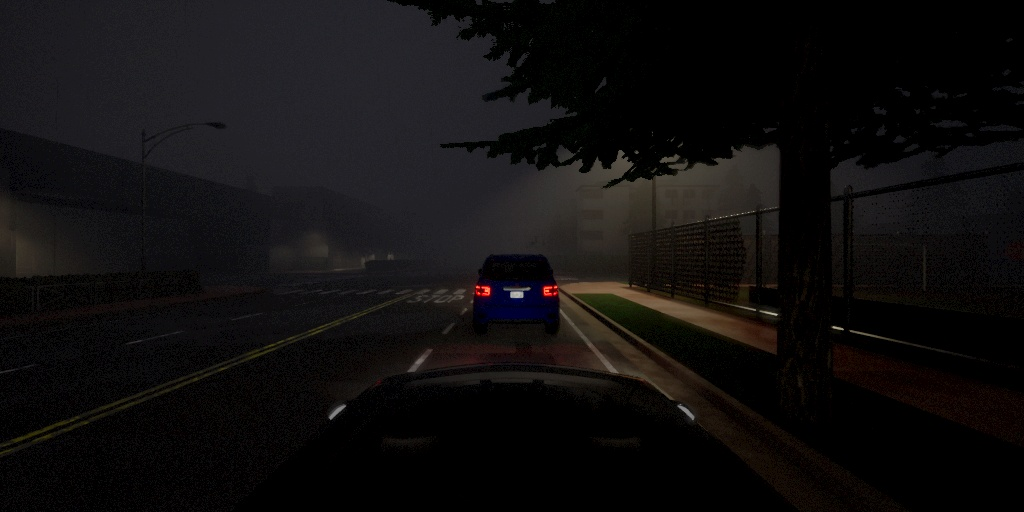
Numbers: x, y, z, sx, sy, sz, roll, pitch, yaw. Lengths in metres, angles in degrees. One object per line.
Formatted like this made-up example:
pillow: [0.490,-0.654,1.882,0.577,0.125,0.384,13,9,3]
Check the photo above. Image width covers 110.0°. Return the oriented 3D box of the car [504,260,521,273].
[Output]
car: [0.027,1.241,45.664,2.128,1.511,4.902,0,0,0]

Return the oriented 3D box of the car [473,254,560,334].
car: [0.116,0.971,10.798,2.150,2.045,5.566,0,0,0]
